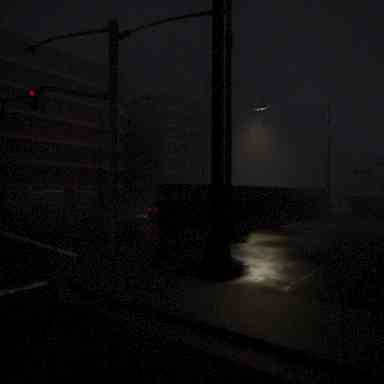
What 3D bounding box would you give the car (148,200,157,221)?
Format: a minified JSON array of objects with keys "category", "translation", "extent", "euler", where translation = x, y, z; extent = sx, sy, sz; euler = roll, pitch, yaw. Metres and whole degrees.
[{"category":"car","translation":[-1.253,1.283,25.723],"extent":[2.097,1.767,4.553],"euler":[0,0,36]}]
